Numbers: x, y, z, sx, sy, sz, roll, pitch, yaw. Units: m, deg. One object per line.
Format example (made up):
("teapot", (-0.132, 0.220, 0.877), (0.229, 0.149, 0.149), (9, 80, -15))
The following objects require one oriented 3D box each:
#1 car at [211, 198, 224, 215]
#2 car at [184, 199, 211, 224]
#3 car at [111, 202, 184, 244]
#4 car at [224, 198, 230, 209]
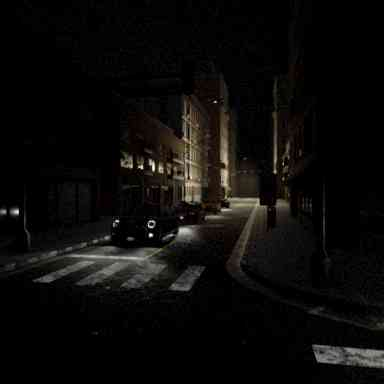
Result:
("car", (1.817, 1.417, 34.126), (1.882, 1.535, 5.008), (0, 0, 12))
("car", (-0.194, 1.450, 24.710), (2.128, 1.511, 4.902), (0, 0, 12))
("car", (-2.073, 1.327, 15.770), (2.097, 1.767, 4.553), (0, 0, 12))
("car", (3.934, 1.481, 43.896), (1.994, 1.385, 4.181), (0, 0, 13))
